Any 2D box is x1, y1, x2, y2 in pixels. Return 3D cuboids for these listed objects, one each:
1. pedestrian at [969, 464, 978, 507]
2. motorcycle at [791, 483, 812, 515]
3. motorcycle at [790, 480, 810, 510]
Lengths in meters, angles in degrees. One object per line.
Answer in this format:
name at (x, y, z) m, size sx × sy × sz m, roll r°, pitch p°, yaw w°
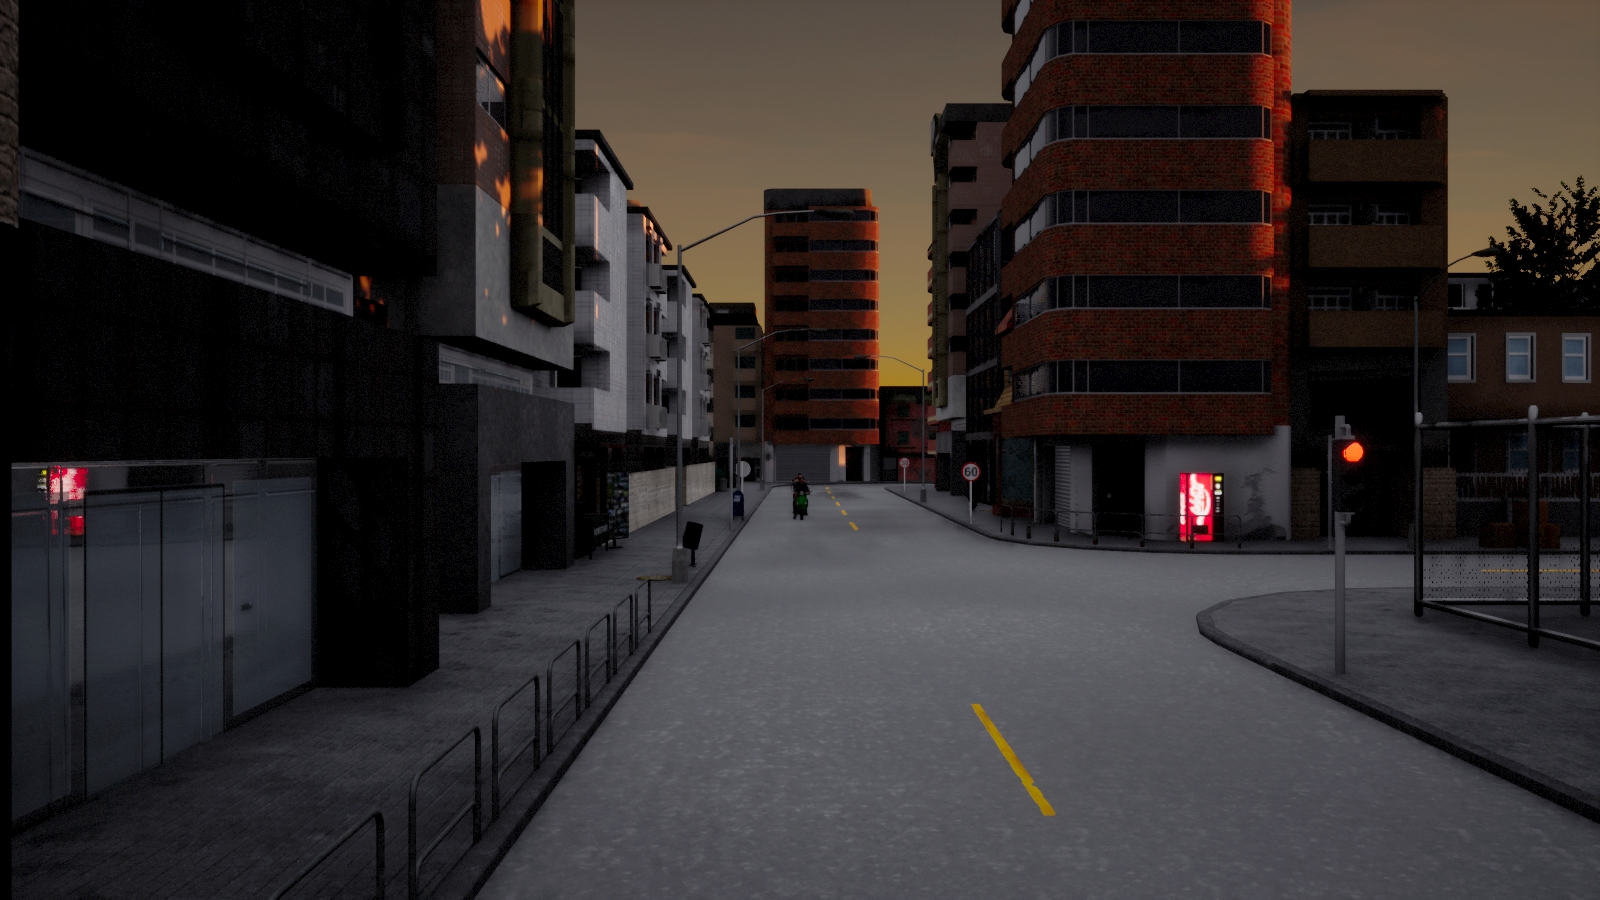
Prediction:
pedestrian at (7.584, 1.532, 49.877) m, size 0.375 × 1.860 × 0.375 m, roll 0°, pitch 0°, yaw 13°
motorcycle at (0.063, 1.970, 46.521) m, size 0.856 × 1.236 × 1.805 m, roll 0°, pitch 0°, yaw 0°
motorcycle at (0.019, 1.970, 50.389) m, size 0.856 × 1.236 × 1.805 m, roll 0°, pitch 0°, yaw 0°
